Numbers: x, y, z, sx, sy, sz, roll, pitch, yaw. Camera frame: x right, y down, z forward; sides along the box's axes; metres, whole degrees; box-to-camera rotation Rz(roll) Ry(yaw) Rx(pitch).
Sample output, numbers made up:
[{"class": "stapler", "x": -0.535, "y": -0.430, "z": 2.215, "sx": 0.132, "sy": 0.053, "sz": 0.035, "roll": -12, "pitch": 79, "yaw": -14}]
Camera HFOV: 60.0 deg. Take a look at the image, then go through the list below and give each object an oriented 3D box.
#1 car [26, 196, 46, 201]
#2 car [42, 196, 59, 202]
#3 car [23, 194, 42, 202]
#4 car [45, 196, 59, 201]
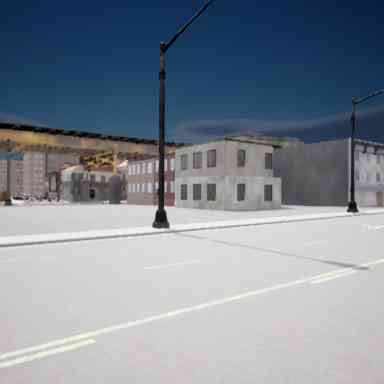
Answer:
[{"class": "car", "x": -36.872, "y": 1.489, "z": 78.728, "sx": 4.536, "sy": 1.218, "sz": 1.853, "roll": 0, "pitch": 0, "yaw": 25}, {"class": "car", "x": -33.096, "y": 1.681, "z": 78.778, "sx": 2.038, "sy": 1.542, "sz": 4.974, "roll": 1, "pitch": 0, "yaw": -5}, {"class": "car", "x": -36.826, "y": 1.647, "z": 78.706, "sx": 4.974, "sy": 1.542, "sz": 2.038, "roll": 0, "pitch": 0, "yaw": 25}, {"class": "car", "x": -33.100, "y": 1.524, "z": 78.831, "sx": 1.853, "sy": 1.218, "sz": 4.536, "roll": 1, "pitch": 0, "yaw": -5}]
